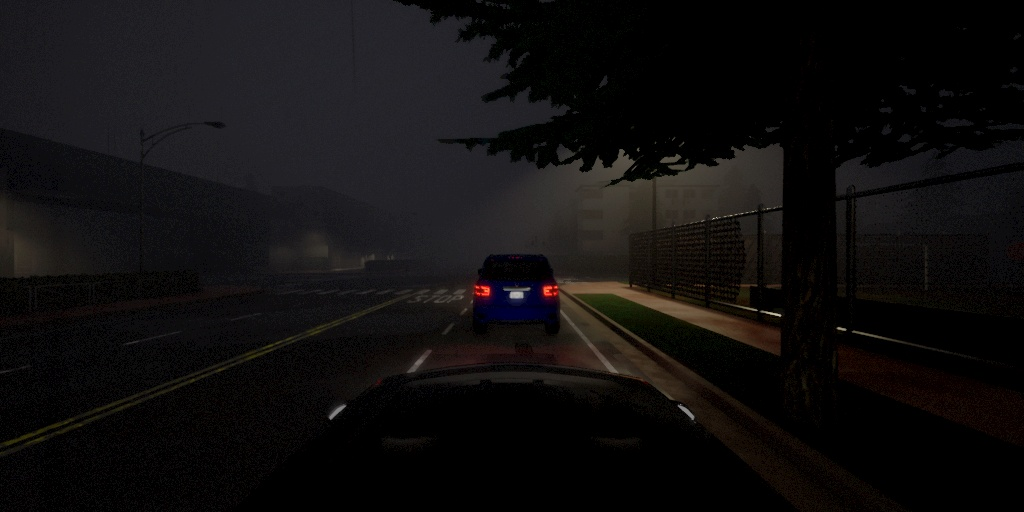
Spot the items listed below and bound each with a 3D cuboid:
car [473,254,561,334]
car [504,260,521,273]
[{"bbox_3d":[0.115,0.969,10.738,2.150,2.045,5.566,0,0,0],"label":"car"},{"bbox_3d":[0.025,1.231,45.614,2.128,1.511,4.902,0,0,0],"label":"car"}]
